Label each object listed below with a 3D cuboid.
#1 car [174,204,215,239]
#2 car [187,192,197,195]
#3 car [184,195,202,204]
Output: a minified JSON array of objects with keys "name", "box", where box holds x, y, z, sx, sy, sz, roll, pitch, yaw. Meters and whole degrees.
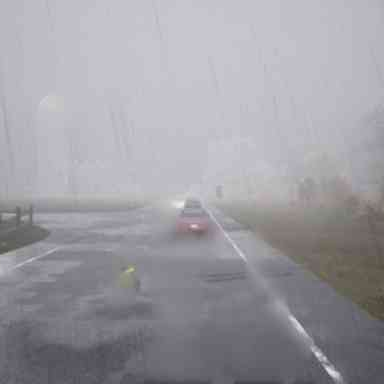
[{"name":"car","box":[0.099,1.519,17.115,1.994,1.385,4.181,0,0,0]},{"name":"car","box":[0.010,1.341,75.592,1.994,1.385,4.181,0,0,0]},{"name":"car","box":[0.105,1.388,38.781,2.128,1.511,4.902,0,0,0]}]
